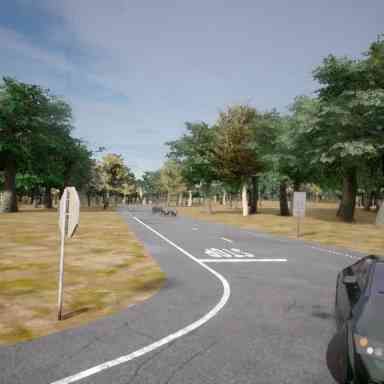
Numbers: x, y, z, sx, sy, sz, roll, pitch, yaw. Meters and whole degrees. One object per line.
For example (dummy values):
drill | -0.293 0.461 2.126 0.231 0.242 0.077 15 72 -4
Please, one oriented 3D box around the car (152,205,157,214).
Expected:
car | -5.720 2.961 56.893 1.882 1.535 5.008 3 -2 -14

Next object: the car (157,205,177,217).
car | -3.465 2.850 48.046 1.895 1.301 4.718 3 -2 -13

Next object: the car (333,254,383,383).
car | 3.120 1.643 4.642 1.994 1.385 4.181 1 -1 22
